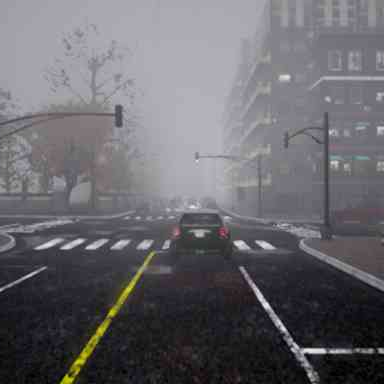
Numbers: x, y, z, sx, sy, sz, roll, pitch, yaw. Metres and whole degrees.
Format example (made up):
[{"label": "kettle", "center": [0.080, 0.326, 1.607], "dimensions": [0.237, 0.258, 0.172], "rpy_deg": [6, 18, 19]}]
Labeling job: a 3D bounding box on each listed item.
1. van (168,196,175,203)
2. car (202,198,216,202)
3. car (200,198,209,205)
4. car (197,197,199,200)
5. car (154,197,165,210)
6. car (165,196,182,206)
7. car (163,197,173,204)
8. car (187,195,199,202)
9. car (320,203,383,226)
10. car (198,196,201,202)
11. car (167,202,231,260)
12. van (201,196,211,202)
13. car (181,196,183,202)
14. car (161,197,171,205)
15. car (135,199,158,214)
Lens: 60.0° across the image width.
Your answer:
[{"label": "van", "center": [-5.692, 2.087, 90.940], "dimensions": [1.690, 1.788, 3.998], "rpy_deg": [0, -1, 0]}, {"label": "car", "center": [2.691, 1.895, 45.898], "dimensions": [1.887, 1.381, 4.507], "rpy_deg": [0, 0, 0]}, {"label": "car", "center": [2.689, 2.136, 74.048], "dimensions": [1.887, 1.381, 4.507], "rpy_deg": [0, -1, 0]}, {"label": "car", "center": [2.689, 2.093, 68.419], "dimensions": [2.008, 1.369, 4.403], "rpy_deg": [0, -1, 0]}, {"label": "car", "center": [-5.689, 1.920, 51.359], "dimensions": [1.752, 1.417, 4.829], "rpy_deg": [0, 0, 0]}, {"label": "car", "center": [-3.075, 1.927, 54.633], "dimensions": [1.837, 1.490, 4.892], "rpy_deg": [0, 0, 0]}, {"label": "car", "center": [-5.690, 2.082, 79.679], "dimensions": [1.967, 1.590, 4.097], "rpy_deg": [0, -1, 0]}, {"label": "car", "center": [-0.003, 2.024, 68.984], "dimensions": [1.882, 1.535, 5.008], "rpy_deg": [0, -1, 0]}, {"label": "car", "center": [13.465, 1.806, 27.947], "dimensions": [5.009, 1.841, 2.192], "rpy_deg": [1, -2, -1]}, {"label": "car", "center": [2.690, 1.933, 62.790], "dimensions": [1.967, 1.590, 4.097], "rpy_deg": [0, -1, 0]}, {"label": "car", "center": [0.441, 1.447, 13.103], "dimensions": [2.097, 1.767, 4.553], "rpy_deg": [0, 0, 5]}, {"label": "van", "center": [2.691, 1.738, 51.530], "dimensions": [1.690, 1.788, 3.998], "rpy_deg": [0, 0, 0]}, {"label": "car", "center": [-3.001, 1.772, 70.228], "dimensions": [2.150, 2.045, 5.566], "rpy_deg": [0, -1, 0]}, {"label": "car", "center": [-5.691, 2.032, 74.050], "dimensions": [1.967, 1.590, 4.097], "rpy_deg": [0, -1, 0]}, {"label": "car", "center": [-5.689, 1.870, 40.268], "dimensions": [1.947, 1.339, 4.313], "rpy_deg": [0, 0, 0]}]
